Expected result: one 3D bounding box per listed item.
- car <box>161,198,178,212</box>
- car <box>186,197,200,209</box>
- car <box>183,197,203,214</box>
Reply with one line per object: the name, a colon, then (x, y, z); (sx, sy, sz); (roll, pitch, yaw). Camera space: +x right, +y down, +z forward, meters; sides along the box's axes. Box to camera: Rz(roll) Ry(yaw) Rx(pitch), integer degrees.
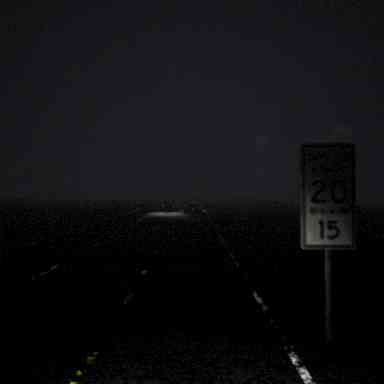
car: (-2.638, 1.473, 39.732); (1.882, 1.535, 5.008); (0, 0, 0)
car: (0.150, 1.502, 47.315); (1.837, 1.490, 4.892); (0, 1, 1)
car: (0.102, 1.521, 35.551); (1.812, 1.442, 4.674); (0, 0, 0)
